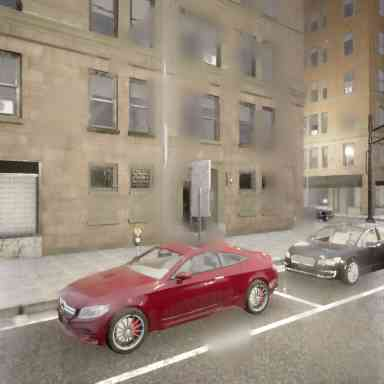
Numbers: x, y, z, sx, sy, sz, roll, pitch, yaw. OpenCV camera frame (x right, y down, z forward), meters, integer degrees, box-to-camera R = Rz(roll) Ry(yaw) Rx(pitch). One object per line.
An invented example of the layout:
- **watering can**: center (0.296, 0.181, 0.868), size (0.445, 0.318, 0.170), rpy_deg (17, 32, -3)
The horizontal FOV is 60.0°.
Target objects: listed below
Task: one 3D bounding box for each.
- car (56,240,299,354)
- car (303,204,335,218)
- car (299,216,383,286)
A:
- **car**: center (-0.198, 1.582, 6.035), size (4.206, 1.307, 1.802), rpy_deg (0, 0, -35)
- **car**: center (8.227, 1.515, 25.132), size (1.895, 1.301, 4.718), rpy_deg (0, 0, -35)
- **car**: center (4.437, 1.550, 9.321), size (4.403, 1.369, 2.008), rpy_deg (0, 0, -35)
